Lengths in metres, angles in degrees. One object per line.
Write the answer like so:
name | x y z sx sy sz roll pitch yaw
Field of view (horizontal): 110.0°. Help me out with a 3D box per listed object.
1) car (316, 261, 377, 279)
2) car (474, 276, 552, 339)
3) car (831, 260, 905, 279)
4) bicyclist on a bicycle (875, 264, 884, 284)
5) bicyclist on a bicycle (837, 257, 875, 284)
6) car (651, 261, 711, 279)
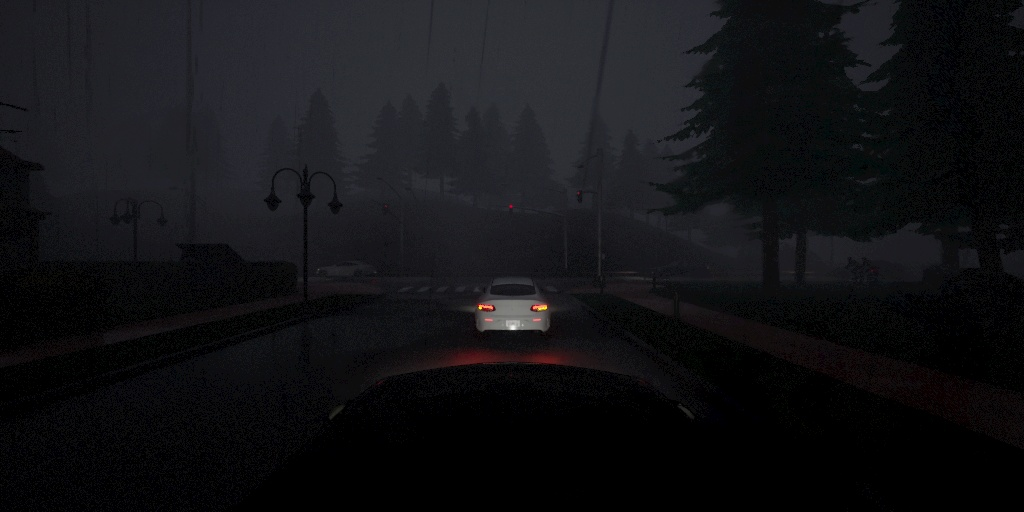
car | -13.646 1.110 29.696 4.674 1.442 1.812 0 0 0
car | 0.020 1.275 9.955 1.812 1.442 4.674 0 0 0
car | 29.590 1.063 29.919 5.008 1.535 1.882 0 0 0
bicyclist on a bicycle | 21.774 0.891 21.981 0.582 1.620 1.656 0 0 -14
bicyclist on a bicycle | 21.127 0.889 22.240 0.582 1.620 1.656 0 0 -16
car | 14.055 1.111 29.889 4.674 1.442 1.812 0 0 -1
